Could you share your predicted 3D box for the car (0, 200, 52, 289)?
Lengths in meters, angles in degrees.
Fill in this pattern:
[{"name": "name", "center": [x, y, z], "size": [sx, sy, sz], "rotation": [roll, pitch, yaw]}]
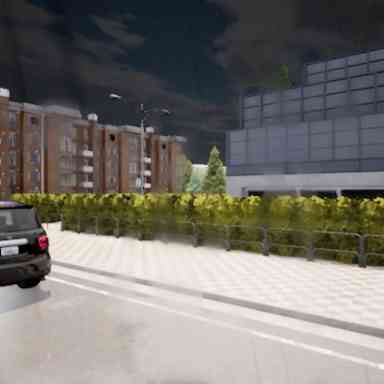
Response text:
[{"name": "car", "center": [-5.622, 1.218, 7.944], "size": [5.566, 2.045, 2.150], "rotation": [0, 0, 36]}]
